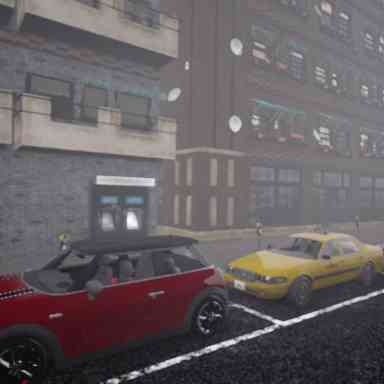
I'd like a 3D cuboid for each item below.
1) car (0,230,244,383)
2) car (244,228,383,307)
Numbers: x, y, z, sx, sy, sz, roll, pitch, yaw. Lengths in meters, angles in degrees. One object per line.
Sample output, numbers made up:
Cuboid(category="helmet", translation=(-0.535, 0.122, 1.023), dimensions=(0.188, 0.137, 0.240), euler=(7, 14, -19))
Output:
Cuboid(category="car", translation=(-1.436, 1.459, 5.061), dimensions=(4.097, 1.590, 1.967), euler=(1, 0, -36))
Cuboid(category="car", translation=(2.940, 1.604, 8.186), dimensions=(4.829, 1.417, 1.752), euler=(1, 0, -36))
